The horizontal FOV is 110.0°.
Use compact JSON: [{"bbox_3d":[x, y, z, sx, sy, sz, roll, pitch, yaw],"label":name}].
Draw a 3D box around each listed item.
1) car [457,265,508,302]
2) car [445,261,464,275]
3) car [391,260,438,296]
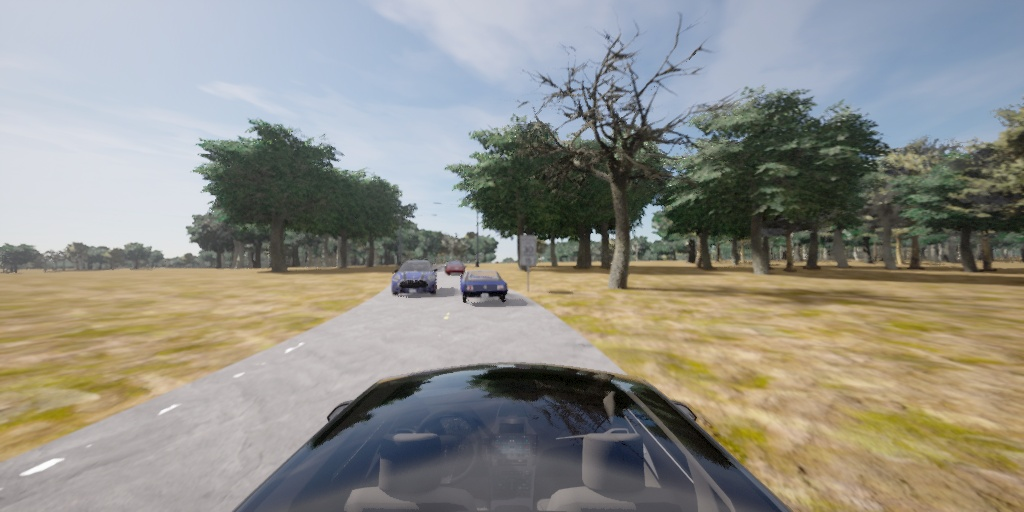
[{"bbox_3d":[-1.414,1.272,16.447,1.895,1.301,4.718,0,0,-9],"label":"car"},{"bbox_3d":[-5.857,1.177,37.044,1.994,1.385,4.181,0,0,-13],"label":"car"},{"bbox_3d":[-4.940,1.012,18.662,2.097,1.767,4.553,0,0,-11],"label":"car"}]
